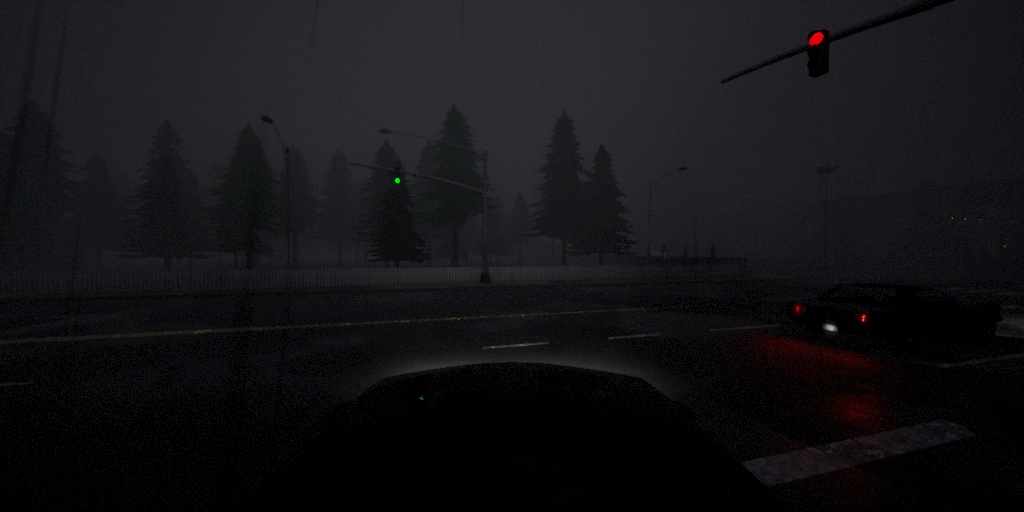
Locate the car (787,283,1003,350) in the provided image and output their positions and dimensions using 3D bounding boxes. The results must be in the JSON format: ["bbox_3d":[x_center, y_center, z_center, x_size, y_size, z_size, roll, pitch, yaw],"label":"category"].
[{"bbox_3d":[9.308,1.323,8.719,4.718,1.301,1.895,0,1,-17],"label":"car"}]
